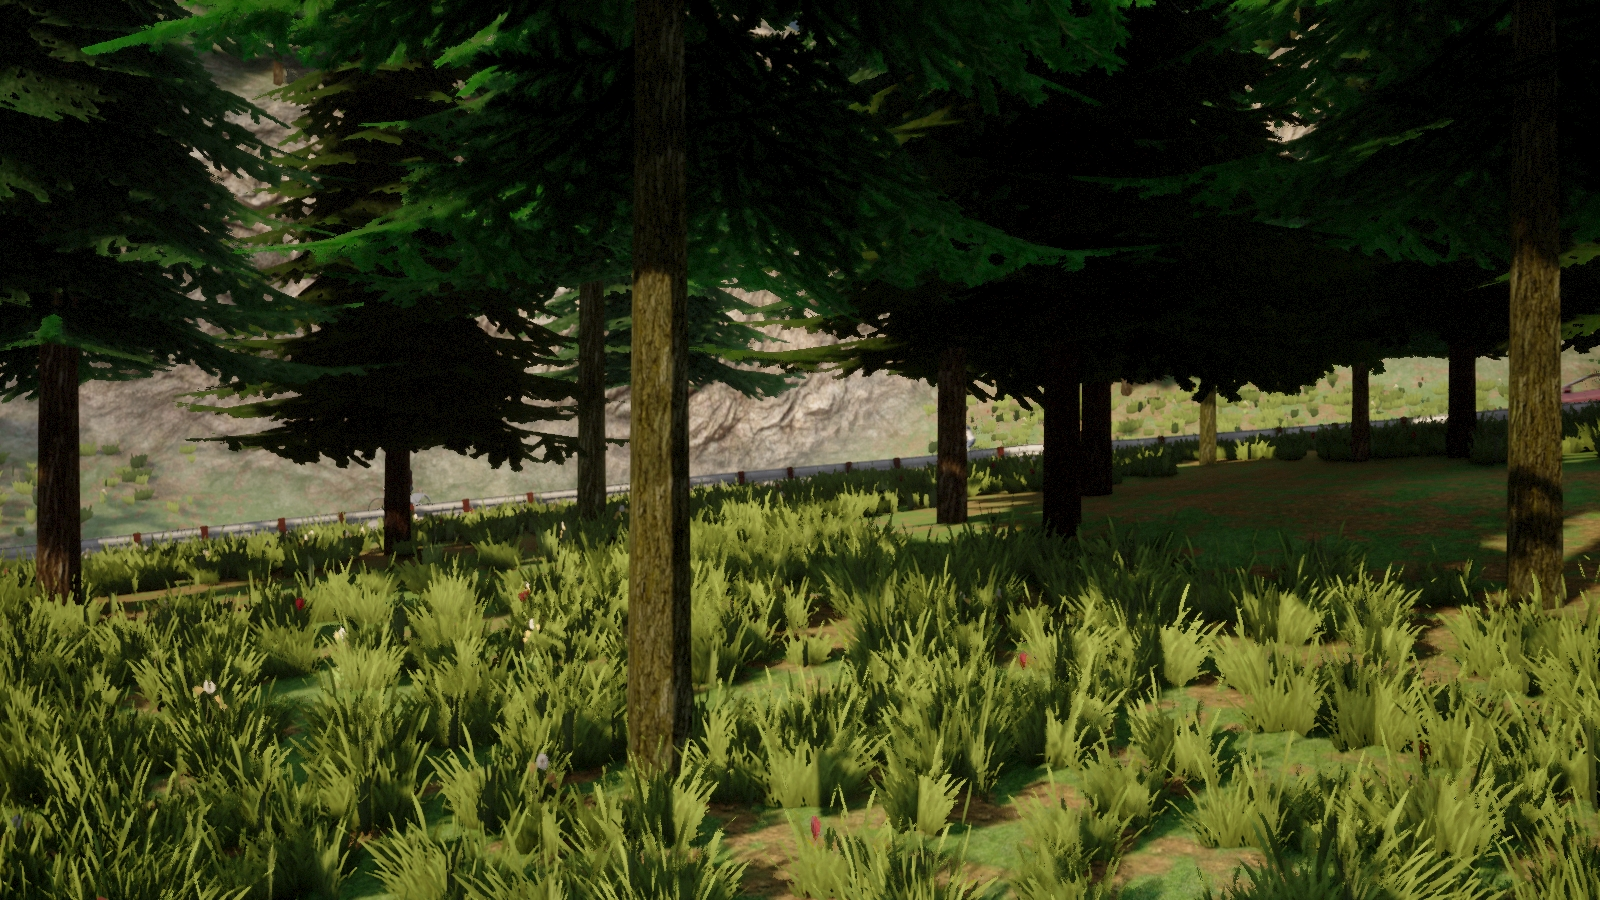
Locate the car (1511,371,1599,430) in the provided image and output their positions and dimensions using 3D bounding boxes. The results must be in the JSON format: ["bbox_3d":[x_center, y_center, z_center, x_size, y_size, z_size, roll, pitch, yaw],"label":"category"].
[{"bbox_3d":[24.043,-1.558,34.108,4.514,1.525,2.007,-5,-2,27],"label":"car"}]

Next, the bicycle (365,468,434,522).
[{"bbox_3d":[-12.075,1.351,34.490,1.835,1.471,0.329,-5,2,-29],"label":"bicycle"}]
